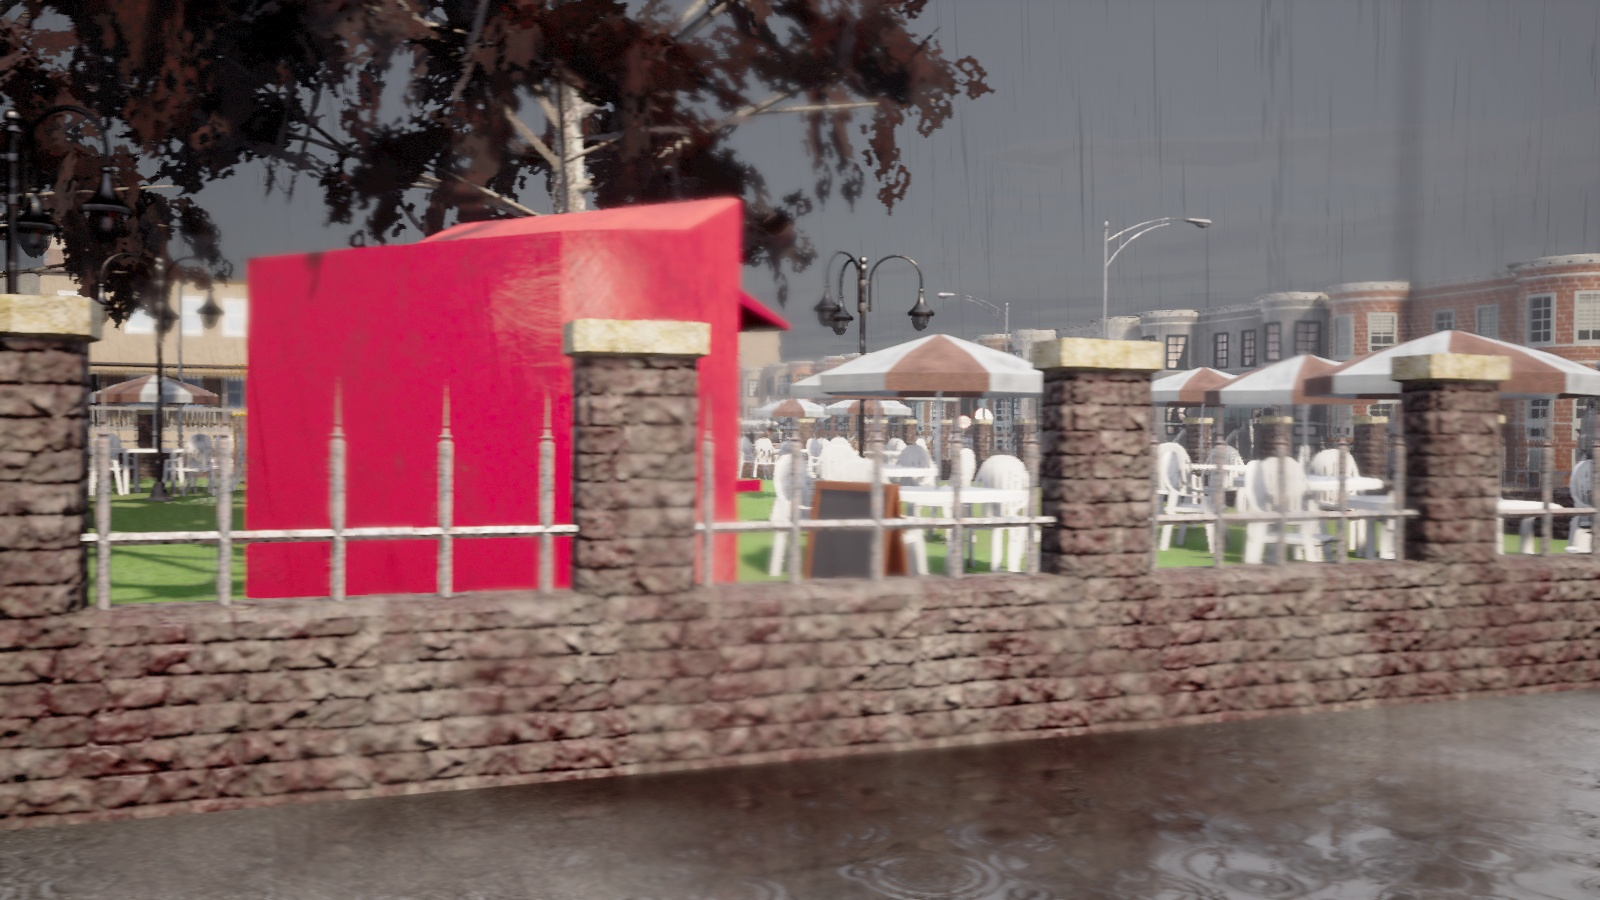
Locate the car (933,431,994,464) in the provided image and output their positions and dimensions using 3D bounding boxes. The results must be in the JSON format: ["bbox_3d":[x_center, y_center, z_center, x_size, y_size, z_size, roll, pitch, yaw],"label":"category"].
[{"bbox_3d":[7.308,-0.158,56.781,2.033,1.411,5.357,-1,1,0],"label":"car"}]

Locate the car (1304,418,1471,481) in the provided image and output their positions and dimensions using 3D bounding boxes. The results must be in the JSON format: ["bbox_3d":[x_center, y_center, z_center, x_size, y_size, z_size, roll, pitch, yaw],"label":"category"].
[{"bbox_3d":[16.024,-0.038,34.478,1.851,1.617,3.988,-1,1,-21],"label":"car"}]

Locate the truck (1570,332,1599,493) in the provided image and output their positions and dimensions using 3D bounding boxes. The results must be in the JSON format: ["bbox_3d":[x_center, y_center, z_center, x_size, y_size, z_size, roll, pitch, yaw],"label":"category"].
[{"bbox_3d":[19.798,-0.798,24.566,2.891,3.462,7.936,-1,1,-21],"label":"truck"}]

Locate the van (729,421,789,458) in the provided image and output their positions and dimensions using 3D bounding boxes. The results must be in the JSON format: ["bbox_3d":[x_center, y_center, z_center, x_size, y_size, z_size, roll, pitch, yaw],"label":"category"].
[{"bbox_3d":[-2.408,-0.622,71.888,2.069,2.038,4.480,-1,1,-21],"label":"van"}]
